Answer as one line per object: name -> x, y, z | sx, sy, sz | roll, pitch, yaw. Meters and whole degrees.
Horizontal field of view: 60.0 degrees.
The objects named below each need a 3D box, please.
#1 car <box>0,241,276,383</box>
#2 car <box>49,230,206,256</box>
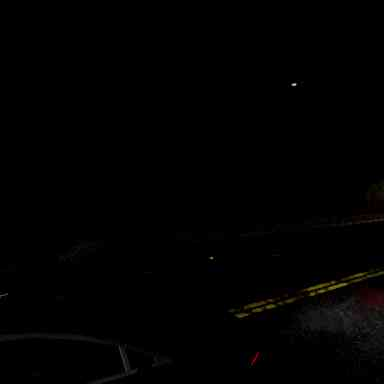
car -> -1.434, 1.492, 2.440 | 4.902, 1.511, 2.128 | 0, 0, -36
car -> -1.601, 1.526, 6.554 | 4.674, 1.442, 1.812 | 0, 0, -36
